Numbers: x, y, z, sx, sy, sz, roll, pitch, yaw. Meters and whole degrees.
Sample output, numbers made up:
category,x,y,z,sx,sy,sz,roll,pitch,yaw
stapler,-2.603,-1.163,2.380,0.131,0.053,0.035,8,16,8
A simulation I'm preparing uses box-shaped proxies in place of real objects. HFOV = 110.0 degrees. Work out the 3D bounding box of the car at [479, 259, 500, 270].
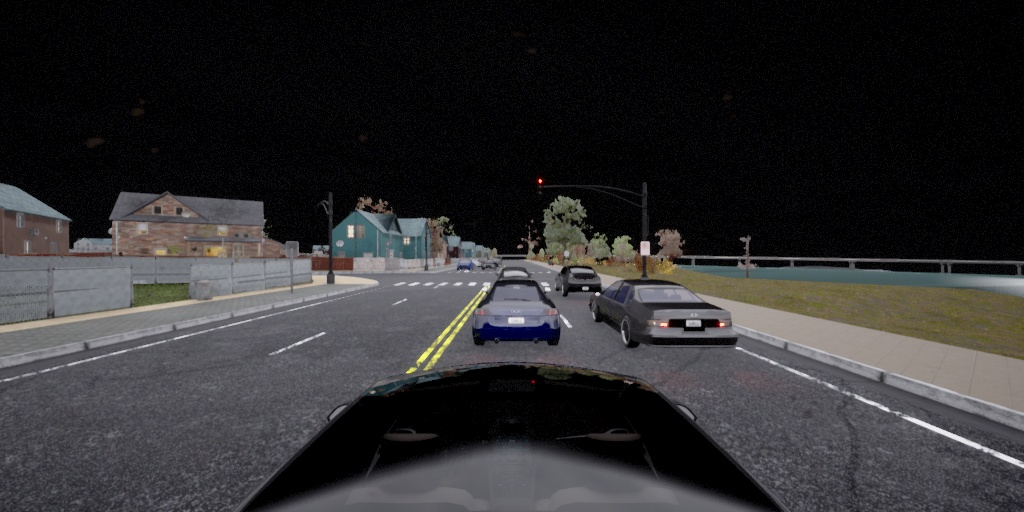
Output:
category,x,y,z,sx,sy,sz,roll,pitch,yaw
car,-3.246,1.335,51.605,1.994,1.385,4.181,0,0,1

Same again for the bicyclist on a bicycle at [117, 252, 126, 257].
category,x,y,z,sx,sy,sz,roll,pitch,yaw
bicyclist on a bicycle,-29.571,0.541,27.137,0.582,1.620,1.656,1,0,-35

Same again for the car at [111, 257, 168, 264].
category,x,y,z,sx,sy,sz,roll,pitch,yaw
car,-23.586,0.797,24.194,4.902,1.511,2.128,1,-1,-35

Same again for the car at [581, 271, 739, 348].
category,x,y,z,sx,sy,sz,roll,pitch,yaw
car,3.366,1.296,9.160,2.033,1.411,5.357,0,0,0

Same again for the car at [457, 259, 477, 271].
category,x,y,z,sx,sy,sz,roll,pitch,yaw
car,-6.508,1.247,50.347,1.882,1.535,5.008,0,0,1

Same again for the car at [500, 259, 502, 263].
category,x,y,z,sx,sy,sz,roll,pitch,yaw
car,-3.211,1.386,62.772,1.895,1.301,4.718,0,0,1

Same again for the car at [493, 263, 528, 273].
category,x,y,z,sx,sy,sz,roll,pitch,yaw
car,0.113,1.274,18.214,1.812,1.442,4.674,0,0,-2

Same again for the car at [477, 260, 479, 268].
category,x,y,z,sx,sy,sz,roll,pitch,yaw
car,-6.465,1.310,61.797,1.812,1.442,4.674,0,0,0

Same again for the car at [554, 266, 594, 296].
category,x,y,z,sx,sy,sz,roll,pitch,yaw
car,3.380,1.254,18.906,1.837,1.490,4.892,0,0,0

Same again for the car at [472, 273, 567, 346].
category,x,y,z,sx,sy,sz,roll,pitch,yaw
car,0.108,1.313,9.472,1.994,1.385,4.181,0,0,0
